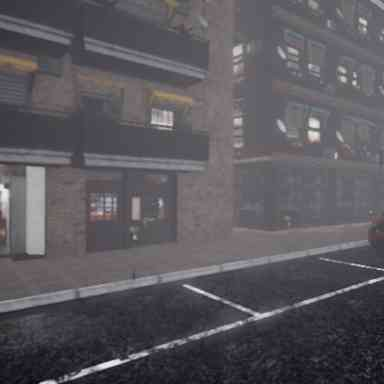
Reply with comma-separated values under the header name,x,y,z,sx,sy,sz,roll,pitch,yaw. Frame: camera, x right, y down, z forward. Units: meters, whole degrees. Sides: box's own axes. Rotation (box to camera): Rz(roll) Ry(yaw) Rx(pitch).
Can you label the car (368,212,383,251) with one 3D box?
name,x,y,z,sx,sy,sz,roll,pitch,yaw
car,8.898,1.295,12.904,5.009,1.841,2.192,0,0,-36
